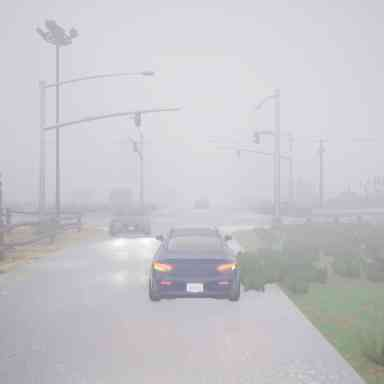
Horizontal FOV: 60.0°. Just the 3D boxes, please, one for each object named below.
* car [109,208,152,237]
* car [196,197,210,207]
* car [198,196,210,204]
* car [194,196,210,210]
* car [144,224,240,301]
[{"bbox_3d":[-3.275,1.564,18.059,1.994,1.385,4.181,0,0,-10],"label":"car"},{"bbox_3d":[1.779,1.512,52.997,2.033,1.411,5.357,0,0,3],"label":"car"},{"bbox_3d":[2.318,1.512,63.508,2.033,1.411,5.357,0,0,3],"label":"car"},{"bbox_3d":[1.296,1.512,42.847,2.033,1.411,5.357,0,0,3],"label":"car"},{"bbox_3d":[0.053,1.526,8.187,1.812,1.442,4.674,0,0,0],"label":"car"}]
